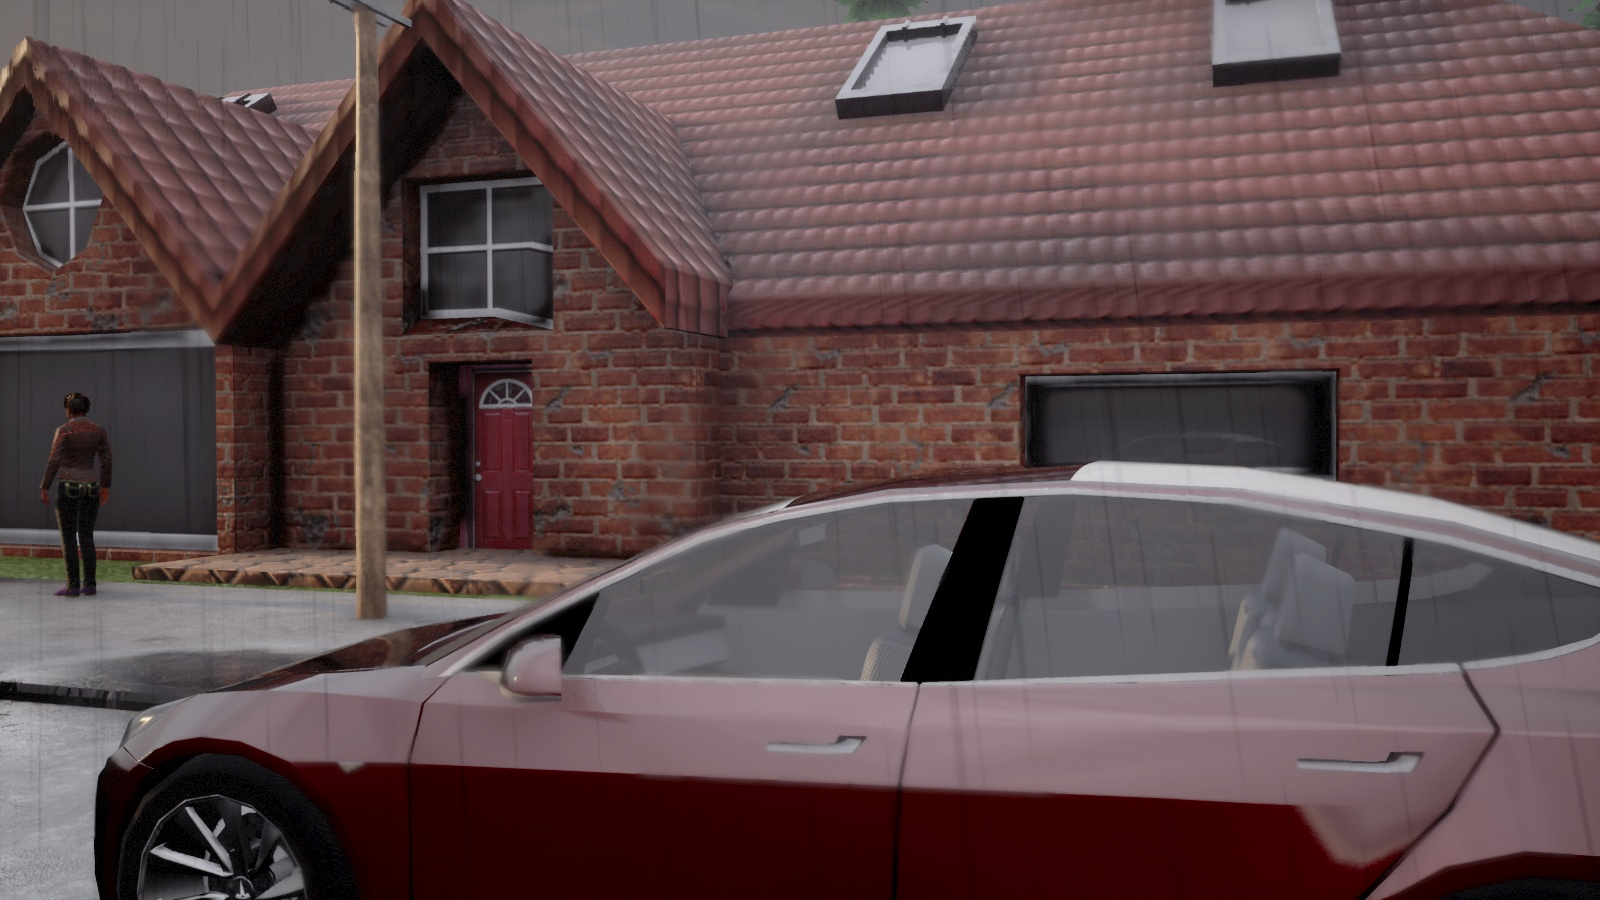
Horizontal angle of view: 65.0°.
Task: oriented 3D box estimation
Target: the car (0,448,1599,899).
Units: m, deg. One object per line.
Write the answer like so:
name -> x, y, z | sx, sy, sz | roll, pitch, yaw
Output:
car -> 0.350, 0.770, 3.606 | 4.792, 1.488, 2.163 | 1, 1, 18

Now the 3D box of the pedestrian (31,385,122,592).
pedestrian -> -6.515, 0.331, 11.309 | 0.869, 1.805, 0.328 | 1, 1, 31
